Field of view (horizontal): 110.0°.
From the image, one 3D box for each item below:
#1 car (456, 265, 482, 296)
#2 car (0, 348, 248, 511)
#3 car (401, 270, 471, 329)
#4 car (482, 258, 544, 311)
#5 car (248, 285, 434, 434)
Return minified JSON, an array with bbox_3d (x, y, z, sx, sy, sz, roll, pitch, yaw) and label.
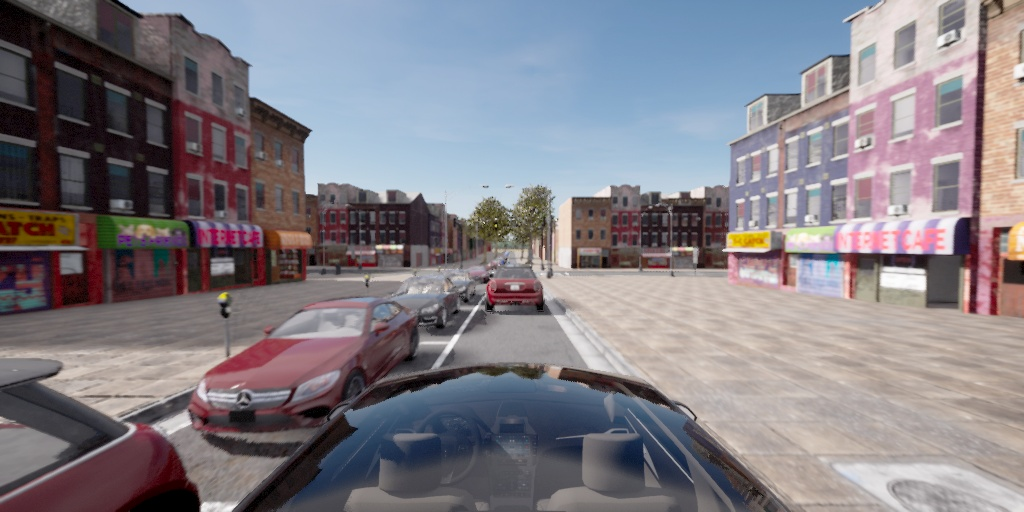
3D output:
[{"bbox_3d":[-2.631,1.308,16.518,2.007,1.370,4.403,0,0,0],"label":"car"},{"bbox_3d":[-2.641,1.191,0.176,1.967,1.591,4.097,0,0,0],"label":"car"},{"bbox_3d":[-2.634,1.303,11.070,2.007,1.370,4.403,0,0,0],"label":"car"},{"bbox_3d":[0.107,1.109,14.566,2.097,1.767,4.553,0,0,0],"label":"car"},{"bbox_3d":[-2.637,1.333,5.621,1.802,1.307,4.207,0,0,0],"label":"car"}]
